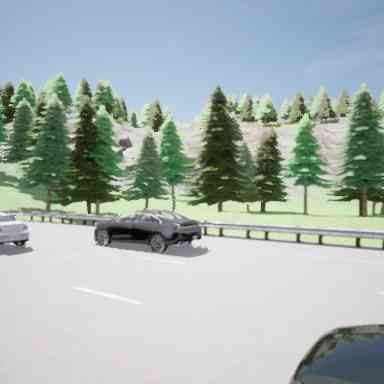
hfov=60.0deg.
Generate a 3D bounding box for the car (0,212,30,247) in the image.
[{"bbox_3d":[-8.567,1.522,13.588,4.674,1.442,1.812,0,0,31],"label":"car"}]

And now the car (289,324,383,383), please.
[{"bbox_3d":[2.681,1.556,1.974,4.181,1.385,1.994,0,0,36],"label":"car"}]

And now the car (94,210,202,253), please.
[{"bbox_3d":[-1.918,1.477,13.549,4.902,1.511,2.128,0,0,33],"label":"car"}]
